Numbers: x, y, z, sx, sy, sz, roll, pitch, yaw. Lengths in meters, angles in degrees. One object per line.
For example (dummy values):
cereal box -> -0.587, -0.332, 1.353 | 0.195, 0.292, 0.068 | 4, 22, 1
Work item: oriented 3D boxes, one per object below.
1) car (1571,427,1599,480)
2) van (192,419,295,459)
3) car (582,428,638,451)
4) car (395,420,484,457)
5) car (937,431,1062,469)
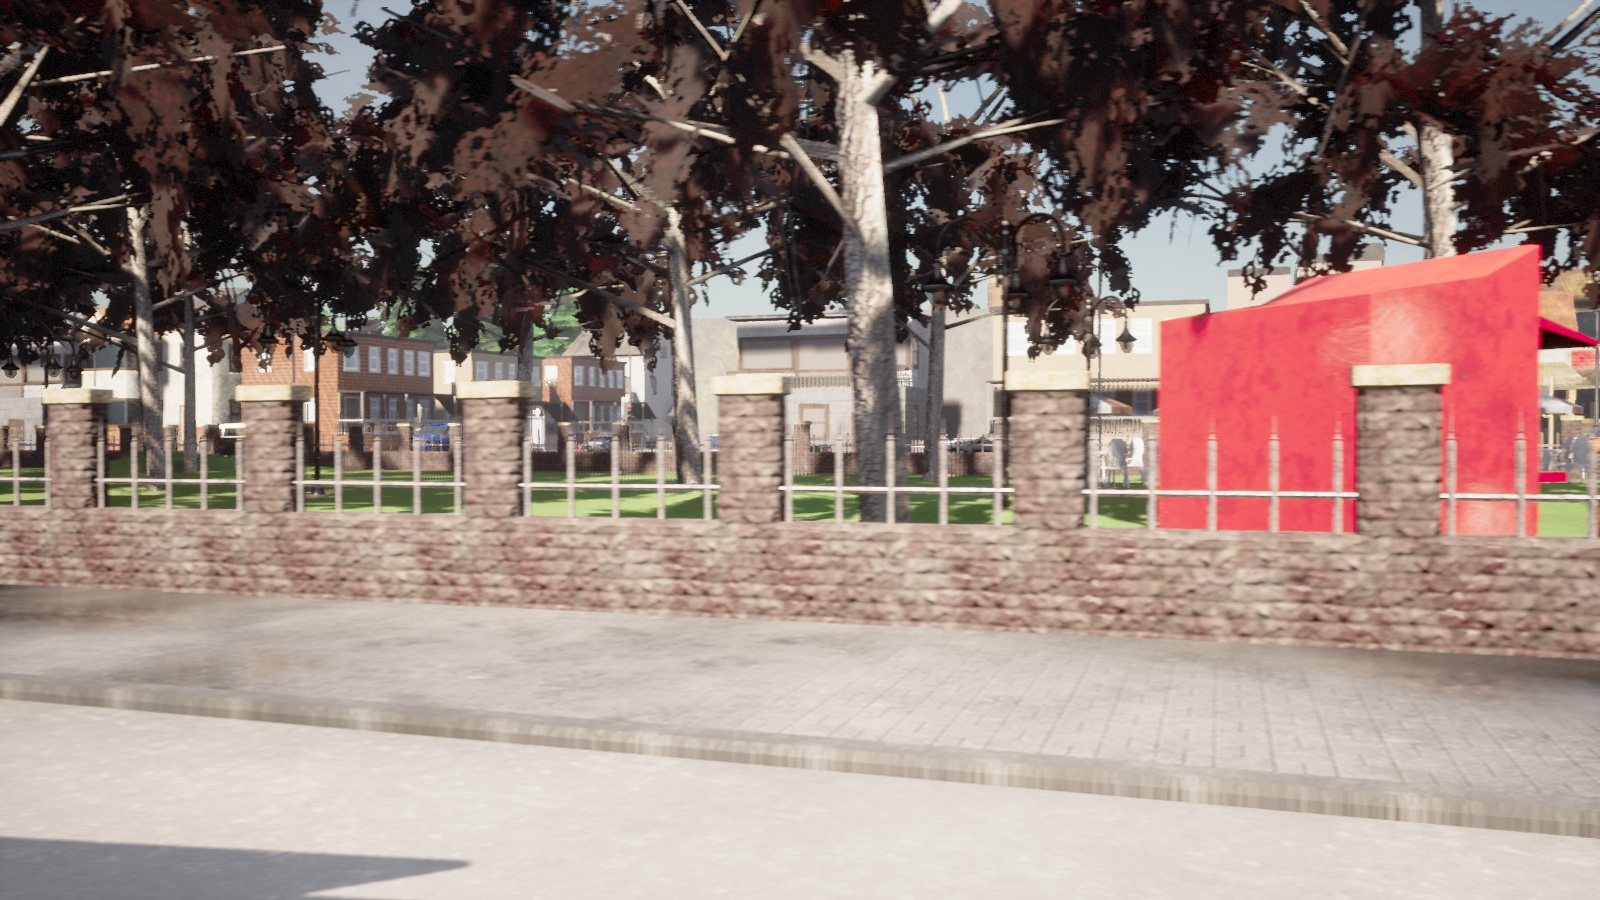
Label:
car -> 28.562, 0.123, 41.827 | 4.553, 1.767, 2.097 | 1, 1, 19
van -> -29.060, -0.612, 65.674 | 4.480, 2.038, 2.069 | 0, 1, 8
car -> -13.913, -0.770, 92.086 | 2.033, 1.649, 4.856 | 1, 1, 19
car -> -20.643, -0.689, 72.228 | 2.150, 2.045, 5.566 | 1, 1, 19
car -> 8.393, -0.032, 52.871 | 4.902, 1.511, 2.128 | 1, 1, 19
